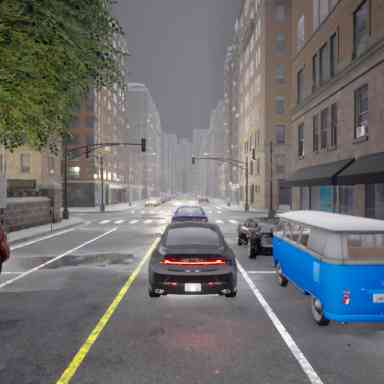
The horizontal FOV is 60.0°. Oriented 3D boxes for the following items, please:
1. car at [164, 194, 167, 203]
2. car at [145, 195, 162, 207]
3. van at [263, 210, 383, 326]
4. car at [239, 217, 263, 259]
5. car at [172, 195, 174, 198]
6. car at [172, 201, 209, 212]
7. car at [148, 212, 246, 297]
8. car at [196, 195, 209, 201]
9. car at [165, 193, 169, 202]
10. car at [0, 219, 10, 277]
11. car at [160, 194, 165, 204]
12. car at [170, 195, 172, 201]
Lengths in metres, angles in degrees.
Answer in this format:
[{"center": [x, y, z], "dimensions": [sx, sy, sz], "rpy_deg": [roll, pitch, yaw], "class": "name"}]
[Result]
[{"center": [-6.145, 1.514, 61.276], "dimensions": [1.887, 1.381, 4.507], "rpy_deg": [0, 0, 0], "class": "car"}, {"center": [-6.058, 1.497, 50.205], "dimensions": [1.752, 1.417, 4.829], "rpy_deg": [0, 0, 0], "class": "car"}, {"center": [2.808, 1.340, 6.795], "dimensions": [1.690, 1.788, 3.998], "rpy_deg": [0, 0, 0], "class": "van"}, {"center": [2.764, 1.563, 12.455], "dimensions": [1.947, 1.339, 4.313], "rpy_deg": [0, 0, 0], "class": "car"}, {"center": [-6.317, 1.289, 83.079], "dimensions": [2.192, 1.841, 5.009], "rpy_deg": [0, 0, 0], "class": "car"}, {"center": [-0.104, 1.472, 18.032], "dimensions": [1.882, 1.535, 5.008], "rpy_deg": [0, 0, 0], "class": "car"}, {"center": [0.009, 1.503, 8.536], "dimensions": [1.837, 1.490, 4.892], "rpy_deg": [0, 0, 0], "class": "car"}, {"center": [2.336, 1.409, 66.830], "dimensions": [1.967, 1.590, 4.097], "rpy_deg": [0, 0, 0], "class": "car"}, {"center": [-6.188, 1.514, 66.727], "dimensions": [1.887, 1.381, 4.507], "rpy_deg": [0, 0, 0], "class": "car"}, {"center": [-5.717, 1.314, 6.688], "dimensions": [2.192, 1.841, 5.009], "rpy_deg": [0, 0, 0], "class": "car"}, {"center": [-6.102, 1.521, 55.825], "dimensions": [2.008, 1.369, 4.403], "rpy_deg": [0, 0, 0], "class": "car"}, {"center": [-6.273, 1.522, 77.628], "dimensions": [2.008, 1.369, 4.403], "rpy_deg": [0, 0, 0], "class": "car"}]
